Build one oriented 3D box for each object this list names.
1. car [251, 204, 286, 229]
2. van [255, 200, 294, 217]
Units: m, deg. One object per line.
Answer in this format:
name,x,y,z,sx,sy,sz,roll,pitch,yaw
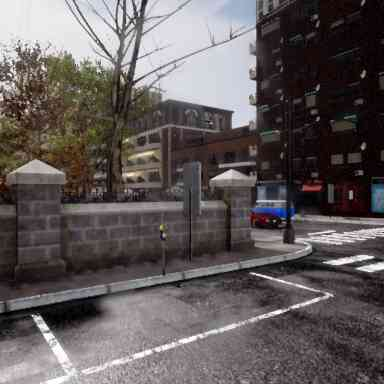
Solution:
car,4.451,1.834,24.264,1.994,1.385,4.181,0,-1,-36
van,7.304,1.643,30.180,1.690,1.788,3.998,-1,0,-36
